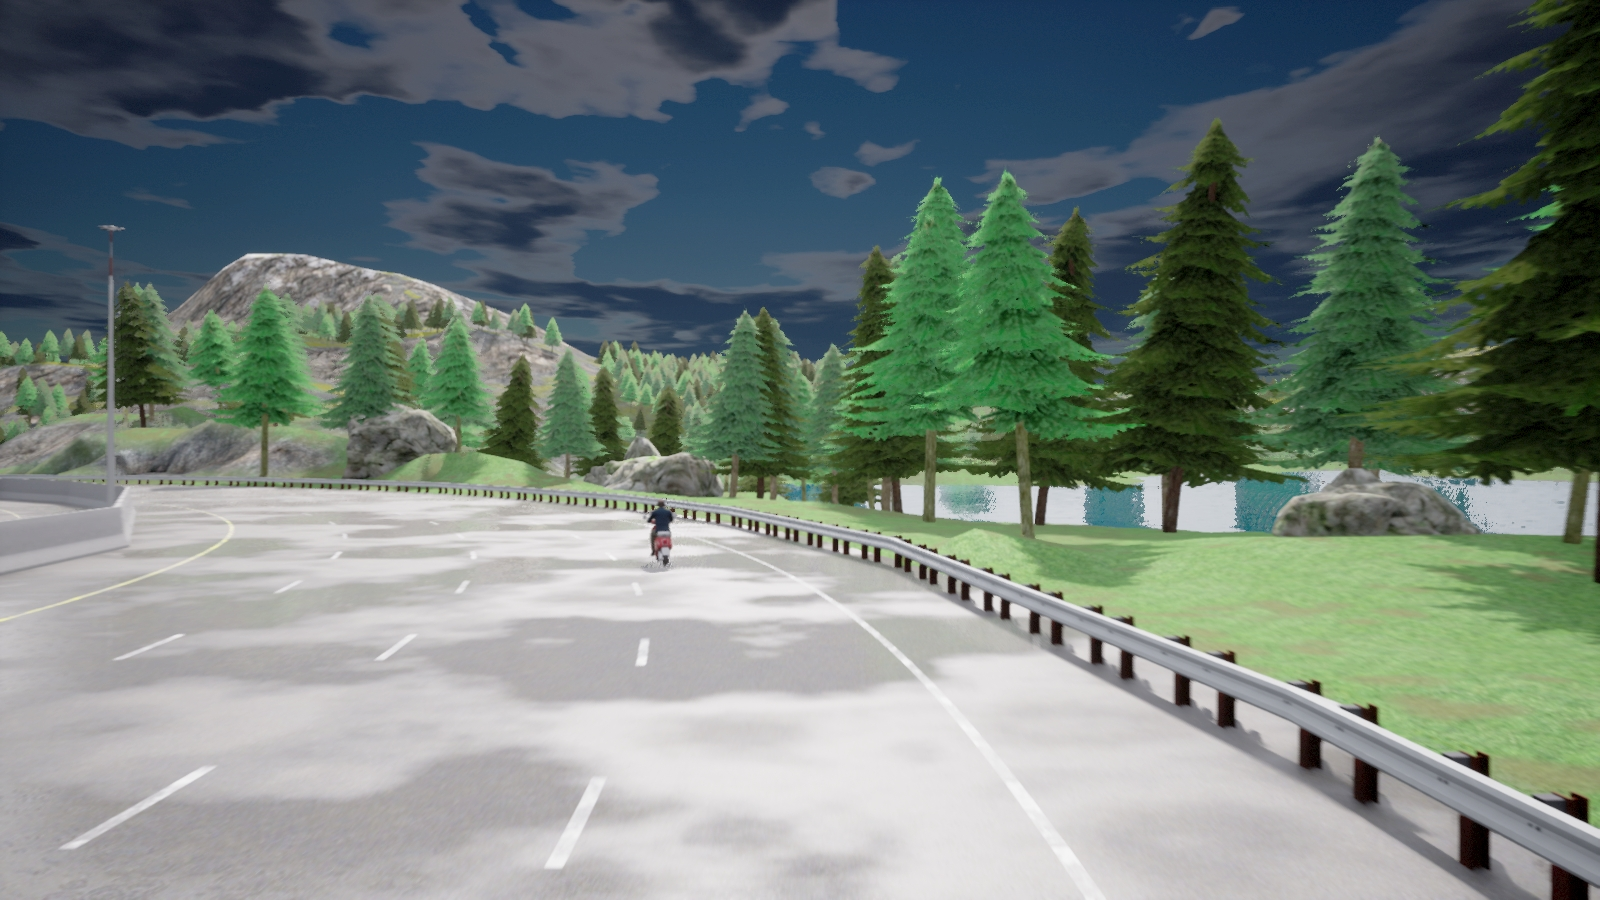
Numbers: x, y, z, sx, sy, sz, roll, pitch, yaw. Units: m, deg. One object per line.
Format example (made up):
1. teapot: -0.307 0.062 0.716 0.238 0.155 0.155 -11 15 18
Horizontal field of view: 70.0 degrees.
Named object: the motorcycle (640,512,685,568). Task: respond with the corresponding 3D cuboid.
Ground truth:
1. motorcycle: -3.408 2.199 28.203 0.856 1.236 1.805 -1 0 -13
